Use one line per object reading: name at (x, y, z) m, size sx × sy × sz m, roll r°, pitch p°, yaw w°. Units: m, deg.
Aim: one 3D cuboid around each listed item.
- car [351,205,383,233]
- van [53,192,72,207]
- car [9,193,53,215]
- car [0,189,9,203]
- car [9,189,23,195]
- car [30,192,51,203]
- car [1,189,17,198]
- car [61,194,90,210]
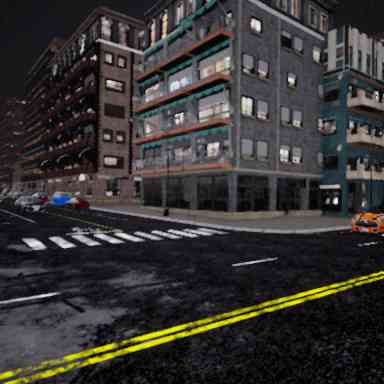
car at (11.484, 1.544, 19.837) m, size 4.553 × 1.767 × 2.097 m, roll 1°, pitch 0°, yaw -35°
van at (-16.062, 0.898, 41.264) m, size 1.690 × 1.788 × 3.998 m, roll 2°, pitch -1°, yaw -37°
car at (-14.188, 1.105, 29.164) m, size 2.128 × 1.511 × 4.902 m, roll 1°, pitch 0°, yaw -37°
car at (-27.822, 0.615, 47.201) m, size 2.097 × 1.767 × 4.553 m, roll 1°, pitch 0°, yaw -37°
car at (-33.136, 0.670, 63.620) m, size 2.008 × 1.369 × 4.403 m, roll 2°, pitch -1°, yaw -37°
car at (-22.908, 0.822, 50.194) m, size 1.967 × 1.590 × 4.097 m, roll 2°, pitch -1°, yaw -37°
car at (-39.944, 0.260, 72.573) m, size 2.192 × 1.841 × 5.009 m, roll 2°, pitch -1°, yaw -37°
car at (-12.624, 1.227, 36.817) m, size 1.802 × 1.307 × 4.206 m, roll 2°, pitch -1°, yaw -37°
